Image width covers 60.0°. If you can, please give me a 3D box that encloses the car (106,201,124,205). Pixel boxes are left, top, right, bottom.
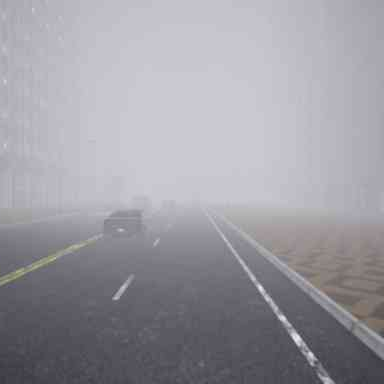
[{"bbox_3d":[-9.841,1.781,43.343,1.895,1.301,4.718,0,0,0],"label":"car"}]

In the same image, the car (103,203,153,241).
[{"bbox_3d":[-3.152,1.549,17.196,1.882,1.535,5.008,0,0,0],"label":"car"}]

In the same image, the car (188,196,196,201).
[{"bbox_3d":[-0.007,1.751,91.984,1.994,1.385,4.181,0,0,0],"label":"car"}]

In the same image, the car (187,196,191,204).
[{"bbox_3d":[-0.006,1.688,70.820,1.882,1.535,5.008,0,0,0],"label":"car"}]

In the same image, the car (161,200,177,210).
[{"bbox_3d":[-3.155,1.757,46.460,1.994,1.385,4.181,0,0,0],"label":"car"}]

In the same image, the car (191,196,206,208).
[{"bbox_3d":[1.133,1.740,51.492,1.812,1.442,4.674,0,0,0],"label":"car"}]

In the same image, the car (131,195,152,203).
[{"bbox_3d":[-6.588,1.400,43.624,2.150,2.045,5.566,0,0,0],"label":"car"}]
